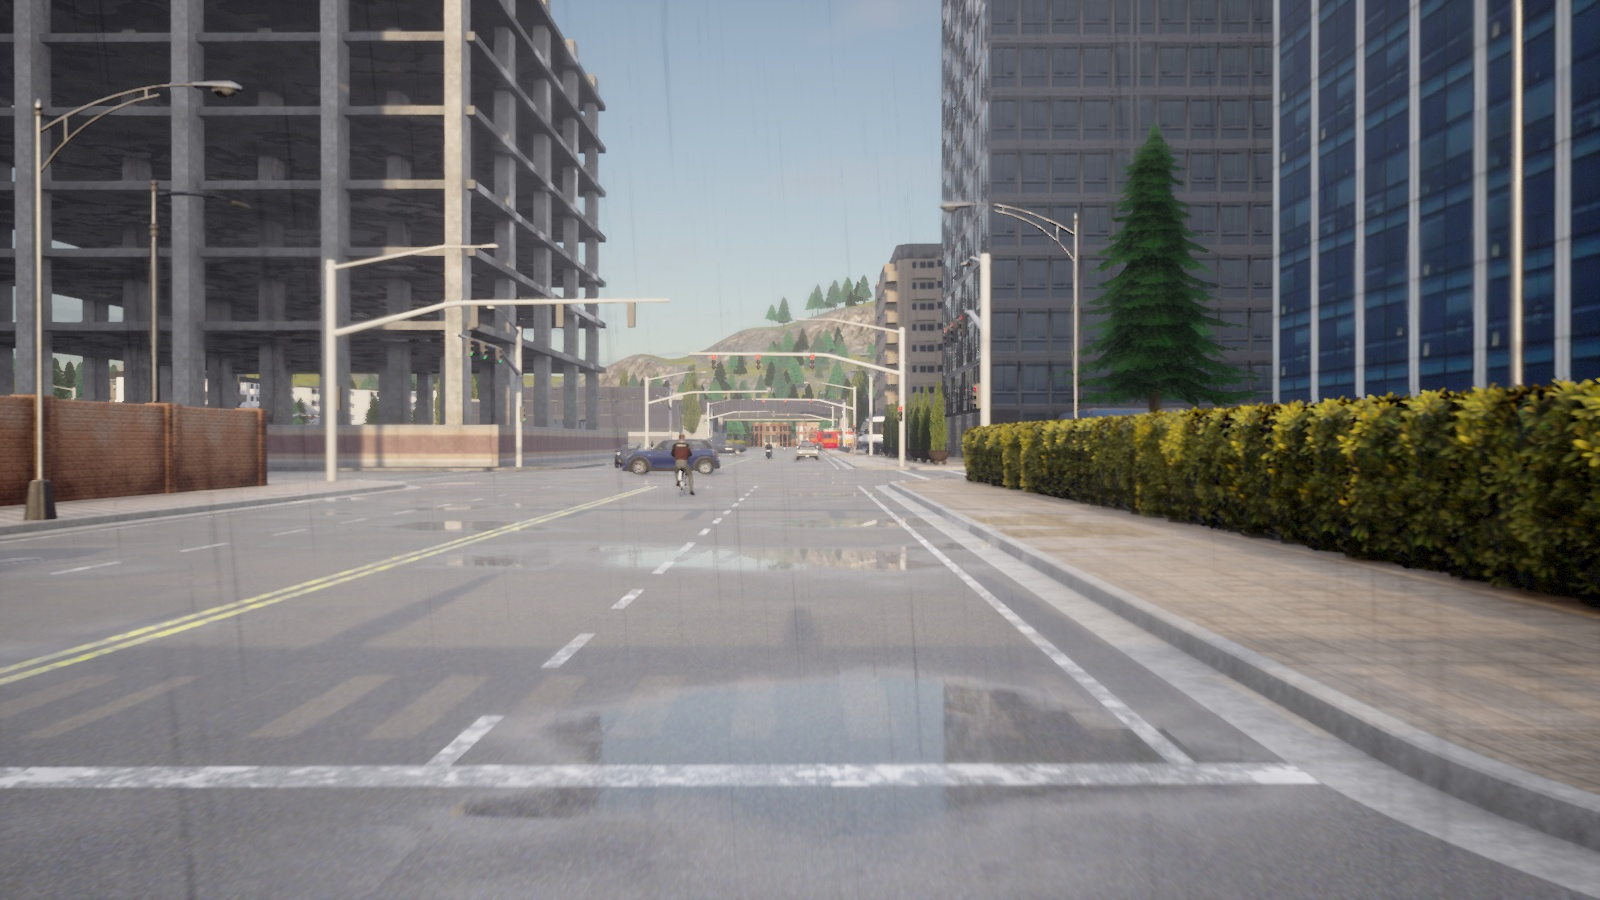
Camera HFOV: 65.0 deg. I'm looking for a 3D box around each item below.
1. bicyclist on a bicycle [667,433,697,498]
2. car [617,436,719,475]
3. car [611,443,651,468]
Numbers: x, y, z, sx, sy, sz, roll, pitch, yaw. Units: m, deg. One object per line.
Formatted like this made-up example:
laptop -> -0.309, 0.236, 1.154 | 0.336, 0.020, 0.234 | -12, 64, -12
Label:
bicyclist on a bicycle -> -3.283, 0.418, 35.032 | 0.659, 1.776, 1.843 | 0, 1, 0
car -> -6.078, 0.259, 58.378 | 4.553, 1.767, 2.097 | 0, 0, -1
car -> -10.052, 0.311, 74.885 | 1.845, 1.501, 3.633 | 0, 0, 0
